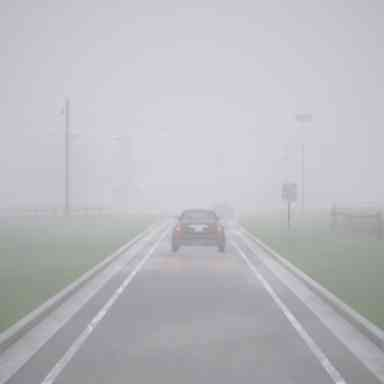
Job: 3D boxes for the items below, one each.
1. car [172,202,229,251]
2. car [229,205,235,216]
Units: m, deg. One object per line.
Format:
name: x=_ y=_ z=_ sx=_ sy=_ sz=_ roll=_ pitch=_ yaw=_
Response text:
car: x=0.279 y=1.444 z=14.666 sx=2.097 sy=1.767 sz=4.553 roll=0 pitch=0 yaw=1
car: x=2.891 y=1.767 z=33.828 sx=2.033 sy=1.411 sz=5.357 roll=0 pitch=0 yaw=22
